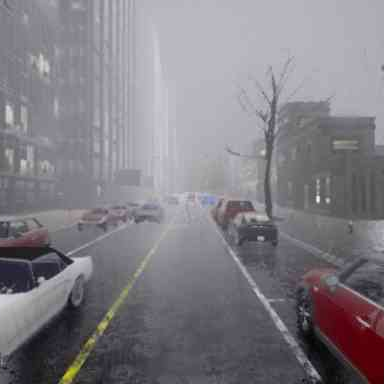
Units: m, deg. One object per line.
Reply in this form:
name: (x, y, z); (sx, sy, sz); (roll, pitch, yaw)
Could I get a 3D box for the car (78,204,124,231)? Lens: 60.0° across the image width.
car: (-5.705, 1.609, 20.654); (1.802, 1.307, 4.206); (1, 0, 0)

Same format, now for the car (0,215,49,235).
car: (-5.689, 1.457, 9.562); (1.967, 1.590, 4.097); (1, 0, 0)

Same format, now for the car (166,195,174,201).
car: (-5.786, 1.534, 87.040); (1.752, 1.417, 4.829); (1, 0, 0)

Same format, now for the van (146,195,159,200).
van: (-5.735, 1.375, 48.388); (1.690, 1.788, 3.998); (1, 0, 0)

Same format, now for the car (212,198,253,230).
car: (2.679, 1.337, 20.664); (2.192, 1.841, 5.009); (1, 0, 0)

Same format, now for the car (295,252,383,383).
car: (2.697, 1.445, 4.027); (1.967, 1.590, 4.097); (1, 0, 0)

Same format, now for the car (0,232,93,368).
car: (-3.104, 1.610, 5.091); (1.895, 1.301, 4.718); (0, 0, 0)

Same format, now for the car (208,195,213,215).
car: (2.673, 1.341, 26.213); (2.192, 1.841, 5.009); (1, 0, 0)

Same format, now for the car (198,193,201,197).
car: (2.594, 1.529, 87.393); (1.752, 1.417, 4.829); (1, 0, 0)

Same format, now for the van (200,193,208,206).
van: (2.638, 1.368, 53.946); (1.690, 1.788, 3.998); (1, 0, 0)

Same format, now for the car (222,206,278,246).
car: (2.683, 1.568, 15.118); (2.008, 1.369, 4.403); (1, 0, 0)

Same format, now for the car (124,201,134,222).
car: (-5.711, 1.613, 26.202); (1.802, 1.307, 4.206); (1, 0, 0)

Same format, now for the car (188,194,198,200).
car: (-0.104, 1.419, 84.314); (1.895, 1.301, 4.718); (0, 0, 0)

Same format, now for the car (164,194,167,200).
car: (-5.776, 1.329, 81.665); (2.192, 1.841, 5.009); (1, 0, 0)

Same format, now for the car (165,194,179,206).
car: (-3.119, 1.556, 56.791); (1.812, 1.442, 4.674); (0, 0, 0)

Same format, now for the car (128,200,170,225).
car: (-3.057, 1.576, 24.974); (2.033, 1.411, 5.357); (0, 0, 0)

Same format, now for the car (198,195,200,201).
car: (2.628, 1.591, 59.492); (1.947, 1.339, 4.313); (1, 0, 0)
